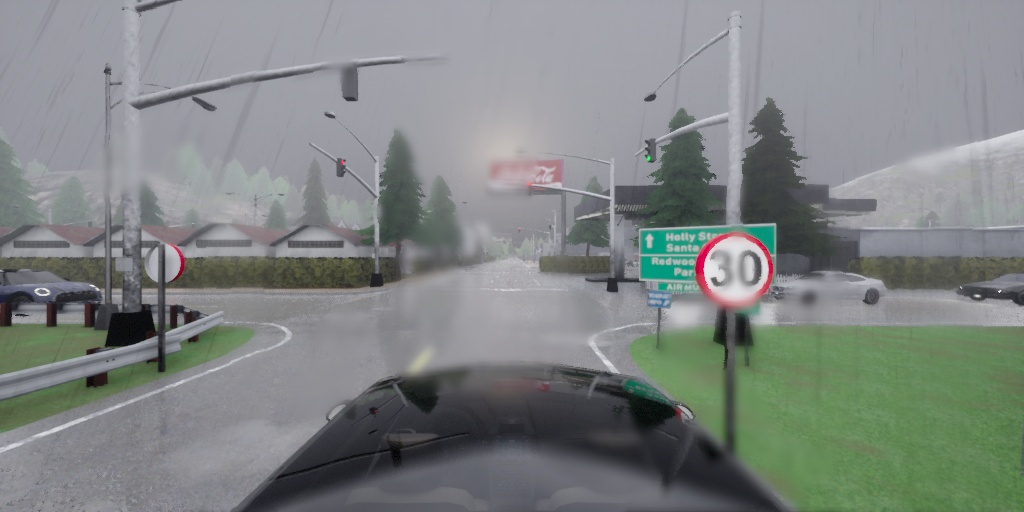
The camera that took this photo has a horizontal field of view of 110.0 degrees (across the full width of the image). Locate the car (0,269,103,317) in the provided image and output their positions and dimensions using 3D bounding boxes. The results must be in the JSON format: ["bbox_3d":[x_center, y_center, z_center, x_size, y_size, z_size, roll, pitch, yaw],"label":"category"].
[{"bbox_3d":[-18.805,1.292,13.767,4.553,1.767,2.097,0,0,1],"label":"car"}]

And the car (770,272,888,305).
[{"bbox_3d":[14.858,1.465,16.924,4.674,1.442,1.812,0,0,0],"label":"car"}]

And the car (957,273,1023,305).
[{"bbox_3d":[24.513,1.487,16.797,5.357,1.411,2.033,0,0,1],"label":"car"}]
